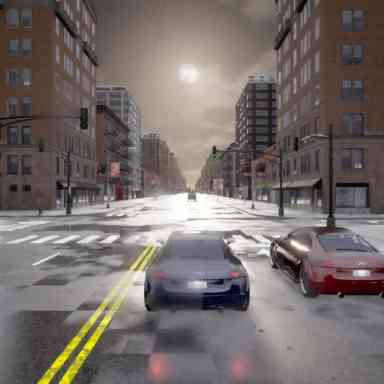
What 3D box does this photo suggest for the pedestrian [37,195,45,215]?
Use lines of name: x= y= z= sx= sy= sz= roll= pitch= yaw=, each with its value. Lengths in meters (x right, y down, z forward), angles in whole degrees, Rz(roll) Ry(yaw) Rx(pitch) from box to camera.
pedestrian: x=-14.143 y=1.170 z=31.038 sx=0.375 sy=1.860 sz=0.375 roll=0 pitch=0 yaw=0

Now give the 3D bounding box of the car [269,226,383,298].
car: x=3.337 y=1.565 z=8.541 sx=1.994 sy=1.385 sz=4.181 roll=0 pitch=0 yaw=0

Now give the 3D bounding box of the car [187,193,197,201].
car: x=-0.002 y=1.212 z=80.231 sx=2.150 sy=2.045 sz=5.566 roll=0 pitch=0 yaw=0

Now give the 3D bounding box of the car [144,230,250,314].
car: x=0.087 y=1.564 z=7.723 sx=1.994 sy=1.385 sz=4.181 roll=0 pitch=0 yaw=0
